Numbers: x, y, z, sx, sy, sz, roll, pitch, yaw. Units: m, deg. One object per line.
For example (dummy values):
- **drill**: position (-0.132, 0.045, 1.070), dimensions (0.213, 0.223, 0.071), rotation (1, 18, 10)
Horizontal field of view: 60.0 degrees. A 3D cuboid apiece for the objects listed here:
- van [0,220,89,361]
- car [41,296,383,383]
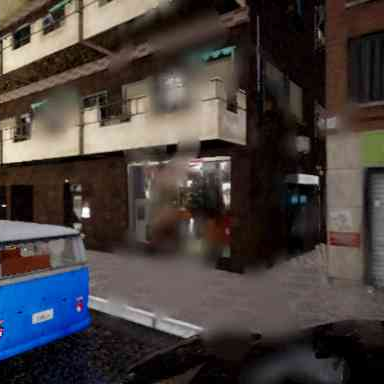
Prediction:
- **van**: position (-3.395, 1.341, 5.301), dimensions (3.998, 1.788, 1.690), rotation (0, 0, 35)
- **car**: position (1.216, 1.566, 2.014), dimensions (4.313, 1.339, 1.947), rotation (0, 0, 35)
